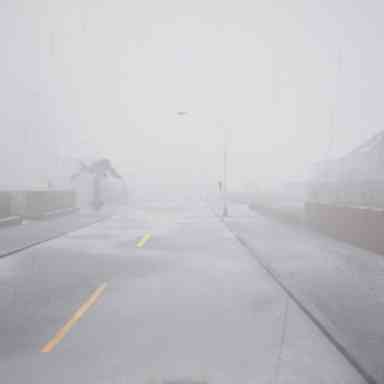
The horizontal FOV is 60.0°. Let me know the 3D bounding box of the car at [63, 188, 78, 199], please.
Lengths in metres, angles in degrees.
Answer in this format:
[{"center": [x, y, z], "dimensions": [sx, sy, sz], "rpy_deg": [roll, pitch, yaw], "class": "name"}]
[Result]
[{"center": [-20.018, 0.332, 52.981], "dimensions": [1.905, 1.878, 3.866], "rpy_deg": [0, 1, 35], "class": "car"}]
